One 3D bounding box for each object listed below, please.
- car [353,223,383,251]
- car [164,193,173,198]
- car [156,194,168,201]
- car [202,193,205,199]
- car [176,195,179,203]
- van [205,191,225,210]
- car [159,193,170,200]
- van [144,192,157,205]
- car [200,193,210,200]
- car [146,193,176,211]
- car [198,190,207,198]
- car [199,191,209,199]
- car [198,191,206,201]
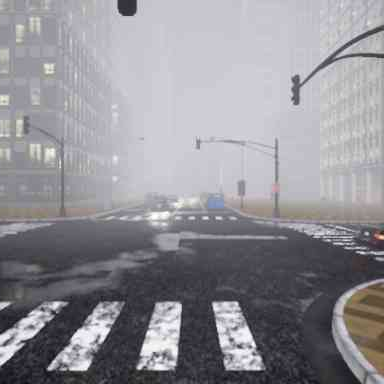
[{"bbox_3d":[8.518,1.500,11.368,5.357,1.411,2.033,0,0,1],"label":"car"},{"bbox_3d":[-5.692,0.863,81.041,1.802,1.307,4.206,0,1,0],"label":"car"},{"bbox_3d":[-5.745,0.996,64.424,1.947,1.339,4.313,0,1,0],"label":"car"},{"bbox_3d":[2.588,1.171,42.244,1.887,1.381,4.507,0,1,0],"label":"car"},{"bbox_3d":[-3.154,1.069,54.086,2.033,1.411,5.357,0,0,1],"label":"car"},{"bbox_3d":[2.661,1.016,36.704,1.690,1.788,3.998,0,1,0],"label":"van"},{"bbox_3d":[-5.728,0.931,69.962,2.008,1.369,4.403,0,1,0],"label":"car"},{"bbox_3d":[-5.797,0.918,47.805,1.690,1.788,3.998,0,1,0],"label":"van"},{"bbox_3d":[2.653,0.925,69.936,1.887,1.381,4.507,0,1,0],"label":"car"},{"bbox_3d":[-3.246,1.176,35.743,2.128,1.511,4.902,0,0,0],"label":"car"},{"bbox_3d":[2.707,0.545,86.552,2.192,1.841,5.009,0,1,0],"label":"car"},{"bbox_3d":[2.671,0.645,75.474,2.192,1.841,5.009,0,1,0],"label":"car"},{"bbox_3d":[2.636,0.744,64.395,2.192,1.841,5.009,0,1,0],"label":"car"}]
